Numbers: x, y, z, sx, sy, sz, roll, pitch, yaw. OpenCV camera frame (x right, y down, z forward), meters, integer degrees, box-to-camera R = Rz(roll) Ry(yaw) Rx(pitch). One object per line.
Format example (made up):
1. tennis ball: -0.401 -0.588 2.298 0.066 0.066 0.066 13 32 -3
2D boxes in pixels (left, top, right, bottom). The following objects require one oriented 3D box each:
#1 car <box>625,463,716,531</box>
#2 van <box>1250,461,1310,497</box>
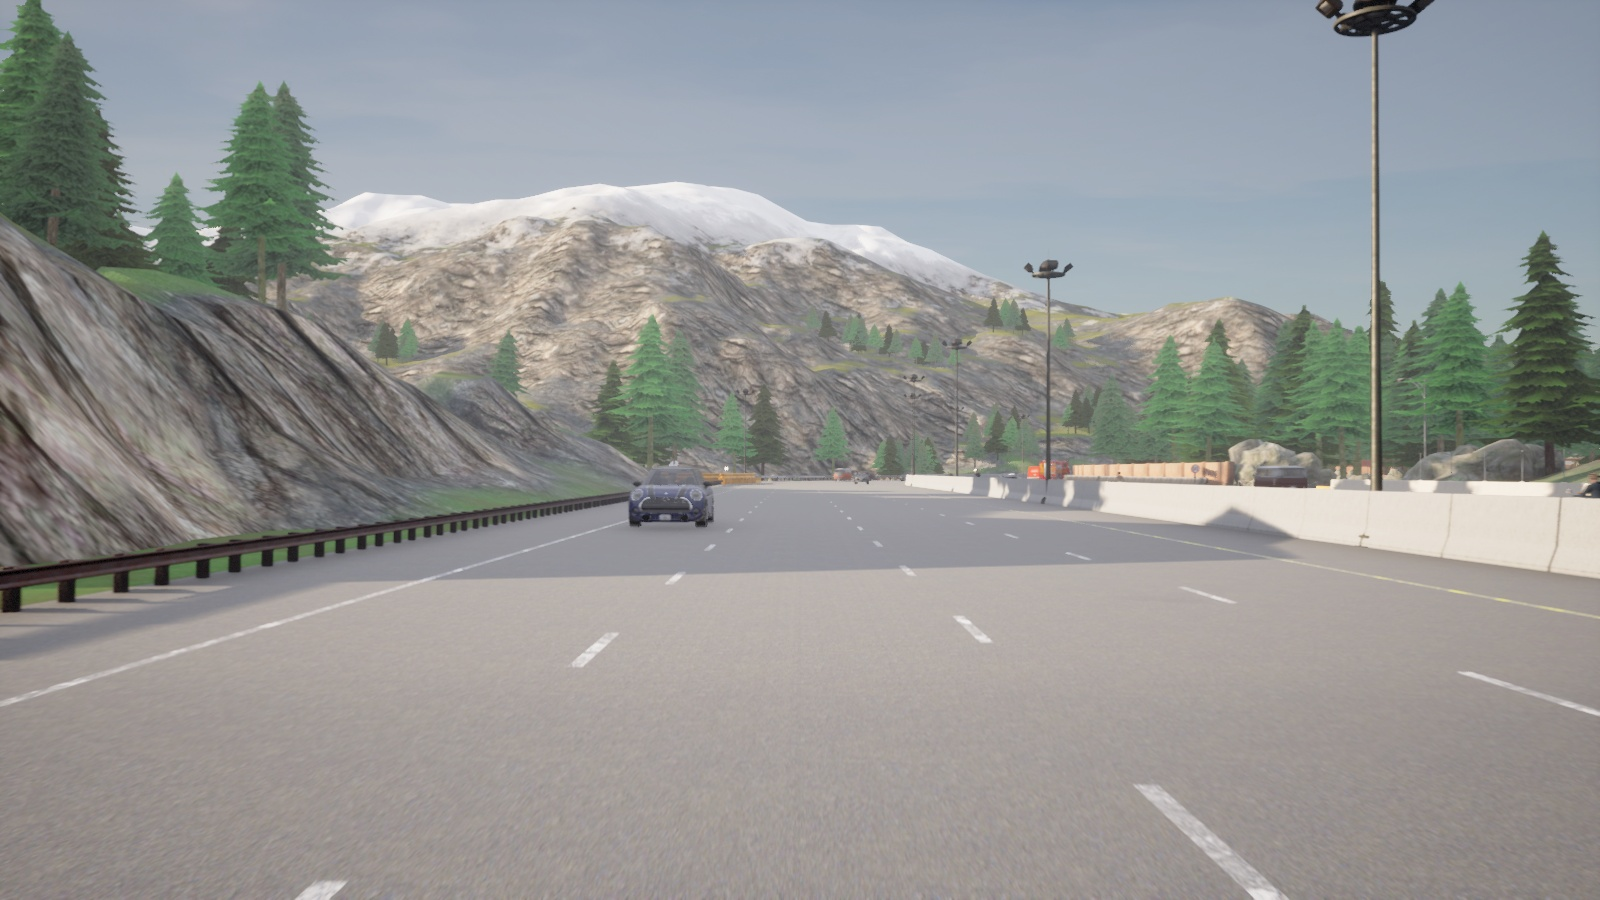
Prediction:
1. car: -3.586 1.281 35.493 2.097 1.767 4.553 0 -1 0
2. van: 27.822 1.678 72.978 1.775 1.987 4.442 0 -1 0
